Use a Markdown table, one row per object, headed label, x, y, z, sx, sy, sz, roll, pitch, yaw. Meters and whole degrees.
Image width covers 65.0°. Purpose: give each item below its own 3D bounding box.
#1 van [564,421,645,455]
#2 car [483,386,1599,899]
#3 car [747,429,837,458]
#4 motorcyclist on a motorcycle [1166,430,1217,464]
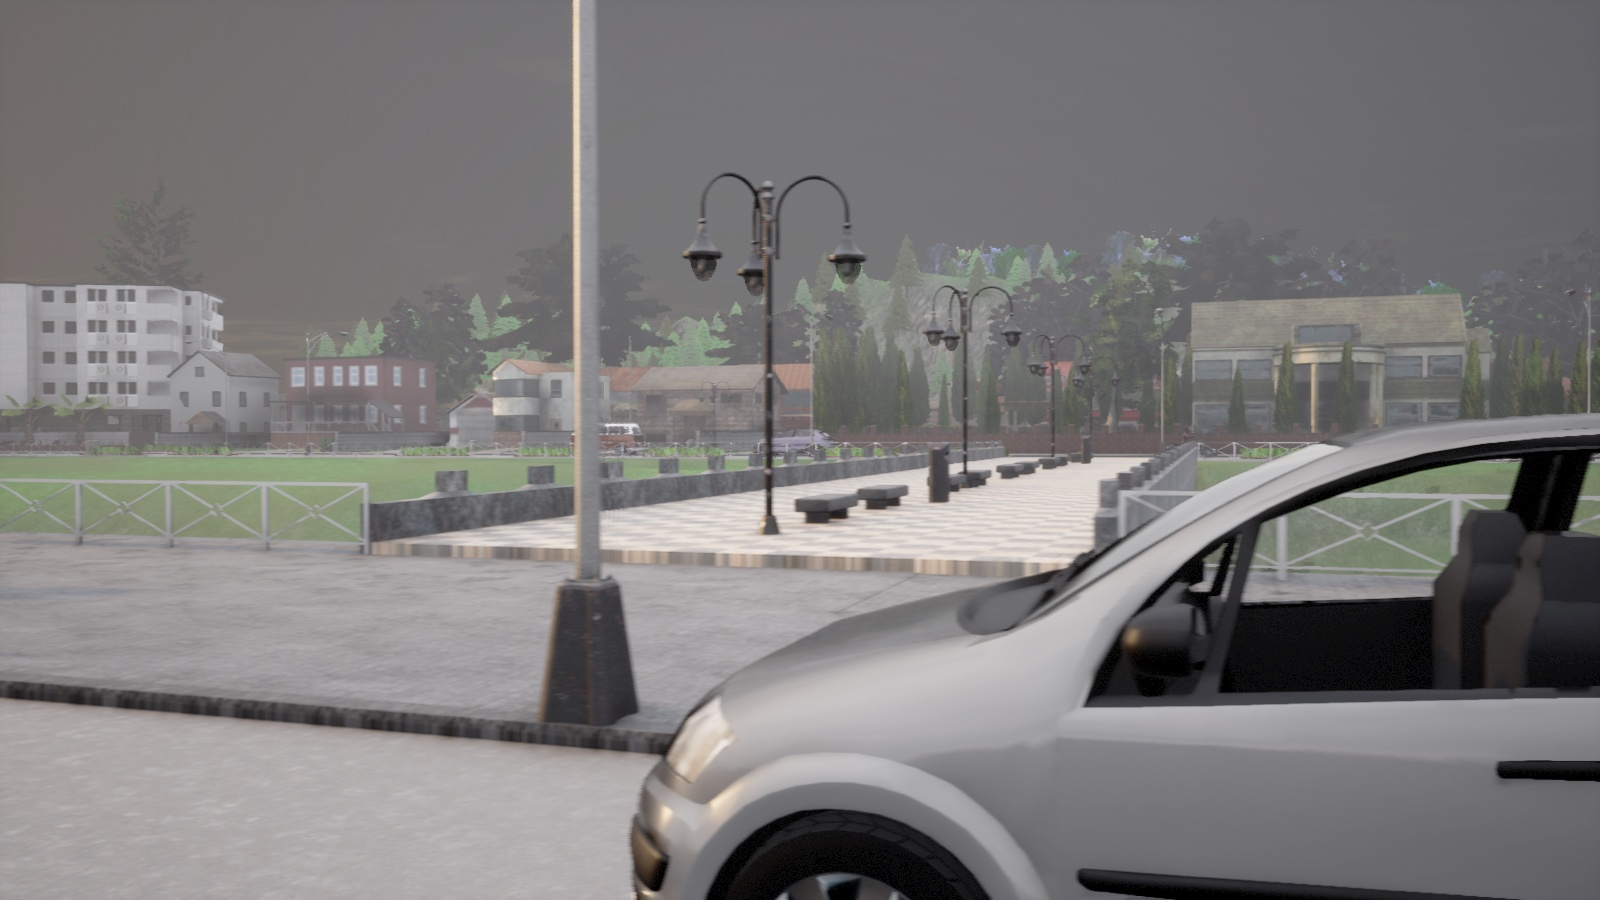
| label | x | y | z | sx | sy | sz | roll | pitch | yaw |
| --- | --- | --- | --- | --- | --- | --- | --- | --- | --- |
| van | -11.990 | -0.729 | 77.047 | 4.480 | 2.038 | 2.069 | 1 | 1 | 19 |
| car | 1.428 | 0.678 | 3.238 | 3.988 | 1.617 | 1.851 | 1 | 1 | 19 |
| car | -0.462 | -0.417 | 73.169 | 4.856 | 1.649 | 2.033 | 1 | 1 | 19 |
| motorcyclist on a motorcycle | 19.406 | -0.147 | 62.260 | 2.350 | 1.649 | 0.766 | 1 | 1 | 19 |
